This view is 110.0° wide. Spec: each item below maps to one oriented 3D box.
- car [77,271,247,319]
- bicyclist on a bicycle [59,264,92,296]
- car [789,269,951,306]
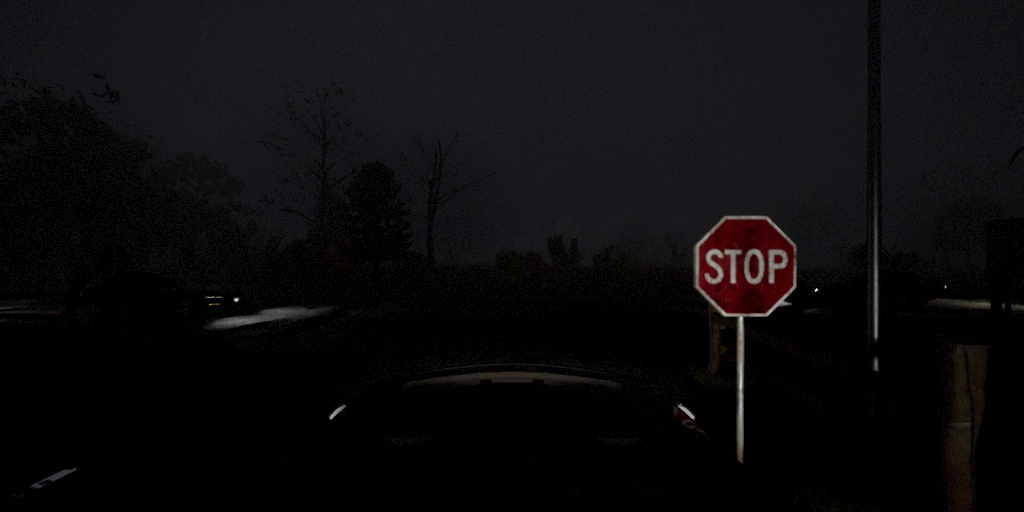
[{"bbox_3d":[-11.904,1.264,12.369,4.892,1.490,1.837,0,0,1],"label":"car"},{"bbox_3d":[-22.367,1.228,18.520,0.582,1.620,1.656,0,0,1],"label":"bicyclist on a bicycle"},{"bbox_3d":[14.615,1.254,14.871,5.357,1.411,2.033,0,0,1],"label":"car"}]
